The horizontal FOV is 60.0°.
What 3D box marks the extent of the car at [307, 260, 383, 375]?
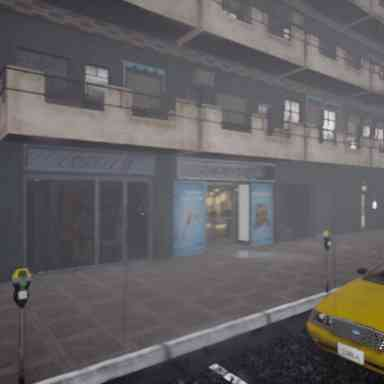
[{"bbox_3d":[3.745,1.501,5.192,4.829,1.417,1.752,0,0,-36],"label":"car"}]
